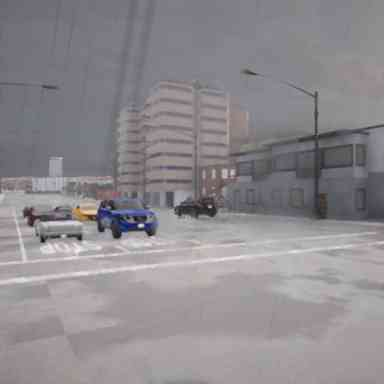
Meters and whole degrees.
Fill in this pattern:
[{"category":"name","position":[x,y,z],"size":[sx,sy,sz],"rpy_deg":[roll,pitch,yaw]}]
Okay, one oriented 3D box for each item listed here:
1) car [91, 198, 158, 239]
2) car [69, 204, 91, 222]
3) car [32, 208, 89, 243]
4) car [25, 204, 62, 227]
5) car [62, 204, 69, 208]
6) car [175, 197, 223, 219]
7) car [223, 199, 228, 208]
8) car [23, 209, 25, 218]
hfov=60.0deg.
[{"category":"car","position":[-3.804,1.332,18.668],"size":[2.150,2.045,5.566],"rpy_deg":[0,-1,-28]},{"category":"car","position":[-8.570,1.747,27.443],"size":[1.882,1.535,5.008],"rpy_deg":[0,-1,-28]},{"category":"car","position":[-6.792,1.696,16.831],"size":[1.895,1.301,4.718],"rpy_deg":[0,-1,-28]},{"category":"car","position":[-11.332,1.722,25.202],"size":[1.882,1.535,5.008],"rpy_deg":[0,-1,-28]},{"category":"car","position":[-14.951,2.131,39.242],"size":[1.994,1.385,4.181],"rpy_deg":[0,-1,-28]},{"category":"car","position":[0.316,1.565,33.181],"size":[2.150,2.045,5.566],"rpy_deg":[-1,-1,-30]},{"category":"car","position":[6.662,1.878,54.048],"size":[1.970,1.475,3.806],"rpy_deg":[0,-1,-28]},{"category":"car","position":[-17.213,2.116,36.053],"size":[1.895,1.301,4.718],"rpy_deg":[0,-1,-28]}]
